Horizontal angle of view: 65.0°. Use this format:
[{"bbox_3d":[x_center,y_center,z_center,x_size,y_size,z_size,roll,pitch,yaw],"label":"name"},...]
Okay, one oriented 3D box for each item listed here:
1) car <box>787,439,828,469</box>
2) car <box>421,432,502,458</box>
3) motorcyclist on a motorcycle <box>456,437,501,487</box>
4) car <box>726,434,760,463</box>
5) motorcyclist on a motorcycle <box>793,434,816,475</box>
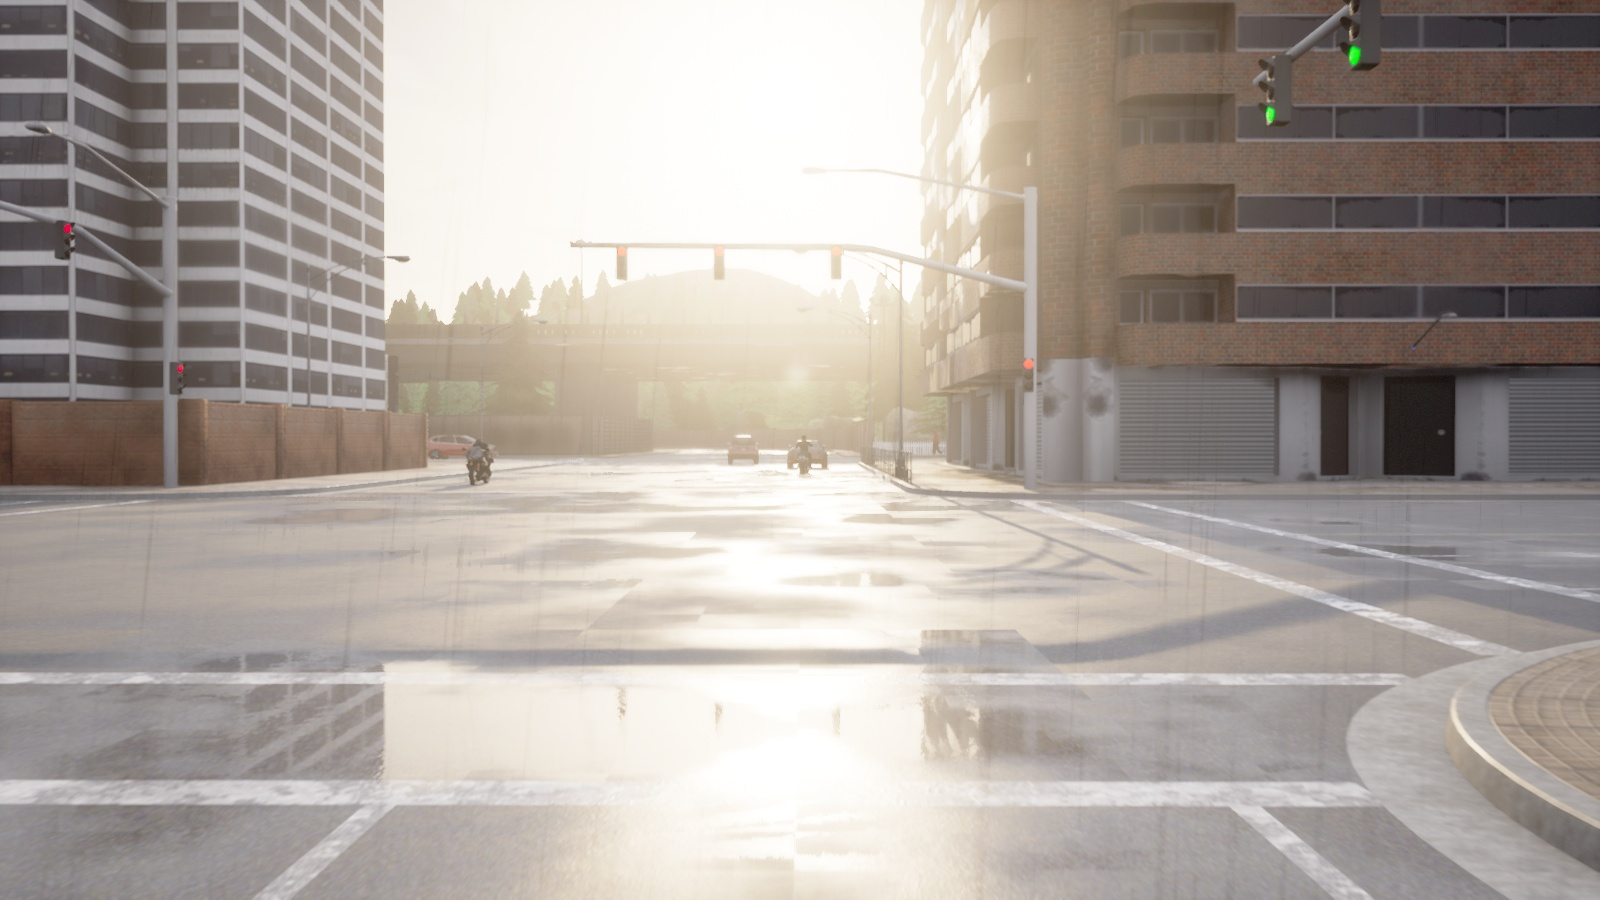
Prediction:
[{"bbox_3d":[0.362,0.174,62.347,1.994,1.385,4.181,0,1,0],"label":"car"},{"bbox_3d":[-21.862,-0.310,81.193,4.611,1.667,2.242,0,1,0],"label":"car"},{"bbox_3d":[-10.262,0.363,40.194,0.866,1.530,2.191,0,1,0],"label":"motorcyclist on a motorcycle"},{"bbox_3d":[-3.274,-0.090,71.736,1.851,1.617,3.988,0,1,-4],"label":"car"},{"bbox_3d":[0.195,0.174,51.216,0.766,1.649,2.350,0,0,5],"label":"motorcyclist on a motorcycle"}]
